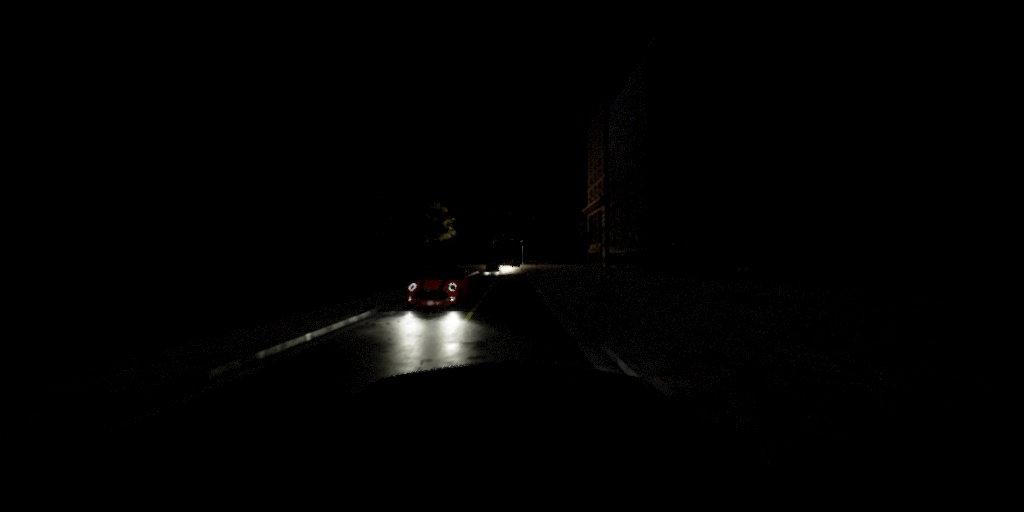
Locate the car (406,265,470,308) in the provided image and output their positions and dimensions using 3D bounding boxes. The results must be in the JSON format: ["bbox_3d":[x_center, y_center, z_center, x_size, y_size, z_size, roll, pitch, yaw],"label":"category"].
[{"bbox_3d":[-3.098,1.221,15.864,2.097,1.767,4.553,0,0,0],"label":"car"}]

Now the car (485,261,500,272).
[{"bbox_3d":[-3.057,1.583,56.600,2.097,1.767,4.553,0,-1,0],"label":"car"}]
